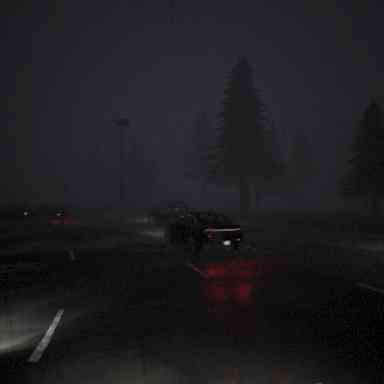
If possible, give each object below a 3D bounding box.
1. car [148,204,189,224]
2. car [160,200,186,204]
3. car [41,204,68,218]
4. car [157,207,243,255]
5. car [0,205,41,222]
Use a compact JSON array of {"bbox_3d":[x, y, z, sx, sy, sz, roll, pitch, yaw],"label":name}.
[{"bbox_3d":[-1.464,1.784,24.857,1.895,1.301,4.718,0,-1,-36],"label":"car"},{"bbox_3d":[-2.155,1.579,30.922,2.097,1.767,4.553,0,0,-42],"label":"car"},{"bbox_3d":[-14.217,1.858,33.066,4.718,1.301,1.895,0,-1,44],"label":"car"},{"bbox_3d":[0.324,1.594,14.052,2.128,1.511,4.902,0,-1,-22],"label":"car"},{"bbox_3d":[-15.218,1.792,29.036,1.994,1.385,4.181,0,-1,-45],"label":"car"}]
